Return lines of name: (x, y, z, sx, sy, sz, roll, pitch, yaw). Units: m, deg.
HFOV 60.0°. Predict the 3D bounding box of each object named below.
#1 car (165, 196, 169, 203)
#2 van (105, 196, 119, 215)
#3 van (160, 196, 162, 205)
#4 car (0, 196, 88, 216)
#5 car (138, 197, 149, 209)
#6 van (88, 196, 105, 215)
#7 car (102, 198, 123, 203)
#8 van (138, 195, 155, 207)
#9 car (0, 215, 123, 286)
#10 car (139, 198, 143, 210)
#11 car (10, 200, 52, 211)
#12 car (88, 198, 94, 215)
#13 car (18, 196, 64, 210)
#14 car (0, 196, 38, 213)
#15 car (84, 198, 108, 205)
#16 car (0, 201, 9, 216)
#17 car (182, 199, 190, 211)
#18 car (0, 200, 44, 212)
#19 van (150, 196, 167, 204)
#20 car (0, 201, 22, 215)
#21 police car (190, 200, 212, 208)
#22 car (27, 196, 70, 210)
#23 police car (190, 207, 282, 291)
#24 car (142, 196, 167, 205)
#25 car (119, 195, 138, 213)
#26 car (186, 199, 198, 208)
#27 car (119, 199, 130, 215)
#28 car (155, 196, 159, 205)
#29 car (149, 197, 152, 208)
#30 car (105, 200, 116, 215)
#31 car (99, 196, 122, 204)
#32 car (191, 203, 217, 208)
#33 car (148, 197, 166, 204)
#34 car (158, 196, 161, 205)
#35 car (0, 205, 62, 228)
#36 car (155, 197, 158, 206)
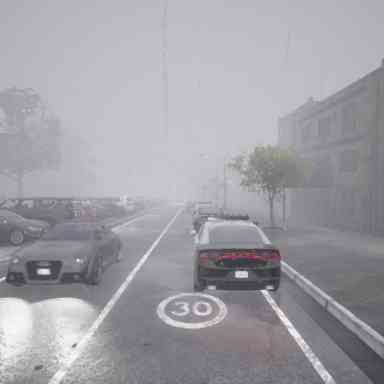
car: (-8.847, 1.922, 76.547, 5.566, 2.045, 2.435, 0, -1, 0)
van: (-8.953, 1.407, 28.896, 4.442, 1.987, 1.878, 0, -1, 0)
van: (-8.750, 1.810, 65.334, 4.442, 1.987, 1.878, 0, -1, 0)
car: (-8.863, 1.283, 17.685, 5.566, 2.045, 2.435, 0, 0, 0)
car: (-8.845, 1.796, 45.713, 5.008, 1.535, 2.097, 0, -1, 0)
van: (-8.719, 1.356, 23.289, 4.442, 1.987, 1.878, 0, -1, 0)
car: (-22.155, 2.371, 92.816, 5.366, 1.575, 1.946, 0, -1, 0)
van: (-8.741, 1.672, 54.122, 4.442, 1.987, 1.878, 0, -1, 0)
car: (-3.245, 1.569, 9.273, 1.994, 1.385, 4.181, 0, 0, 0)
car: (-8.817, 1.766, 40.105, 4.792, 1.488, 2.163, 0, -1, 0)
car: (-21.927, 1.833, 45.371, 4.674, 1.452, 2.002, 0, -1, 0)
car: (-8.803, 1.431, 20.484, 4.553, 1.767, 2.185, 0, -1, 0)
car: (-21.903, 1.576, 48.282, 5.566, 2.045, 2.435, 0, -1, 0)
car: (-21.897, 1.484, 39.927, 5.566, 2.045, 2.435, 0, -1, 0)
car: (-21.961, 2.171, 76.161, 4.892, 1.521, 2.231, 0, -1, 0)
car: (-21.891, 1.713, 34.356, 4.792, 1.488, 2.163, 0, -1, 0)
car: (0.066, 1.882, 46.218, 2.033, 1.411, 5.357, 0, -1, 1)
car: (-21.922, 1.765, 42.711, 5.008, 1.535, 2.097, 0, -1, 0)
van: (-9.004, 2.119, 90.562, 4.442, 1.987, 1.878, 0, -1, 0)
car: (-21.952, 1.738, 37.141, 4.792, 1.488, 2.163, 0, -1, 0)
police car: (0.988, 1.559, 25.166, 1.930, 1.638, 5.238, 0, -1, 0)
car: (-21.906, 1.609, 50.943, 5.566, 2.045, 2.435, 0, -1, 0)
police car: (0.980, 1.431, 9.138, 1.930, 1.638, 5.238, 0, 0, 0)
car: (-8.850, 1.956, 79.350, 5.566, 2.045, 2.435, 0, -1, 0)
car: (-8.870, 1.432, 34.503, 5.566, 2.045, 2.435, 0, -1, 0)
car: (0.034, 2.060, 59.898, 1.994, 1.385, 4.181, 0, -1, 0)
car: (-8.834, 1.658, 31.697, 5.008, 1.535, 2.097, 0, -1, 0)
car: (-8.833, 1.996, 59.725, 4.792, 1.488, 2.163, 0, -1, 0)
car: (-9.038, 1.826, 48.513, 5.366, 1.575, 1.946, 0, -1, 0)
car: (-8.830, 1.608, 26.091, 4.892, 1.521, 2.231, 0, -1, 0)
car: (-21.995, 2.089, 90.043, 5.566, 2.045, 2.435, 0, -1, 0)
car: (0.985, 1.584, 19.046, 1.837, 1.490, 4.892, 0, -1, 0)
car: (-8.914, 2.151, 84.955, 4.553, 1.767, 2.185, 0, -1, 0)
car: (-8.859, 2.001, 62.529, 5.008, 1.535, 2.097, 0, -1, 0)
car: (-8.843, 1.514, 14.878, 4.892, 1.521, 2.231, 0, 0, 0)
car: (-8.831, 1.962, 56.922, 4.792, 1.488, 2.163, 0, -1, 0)
